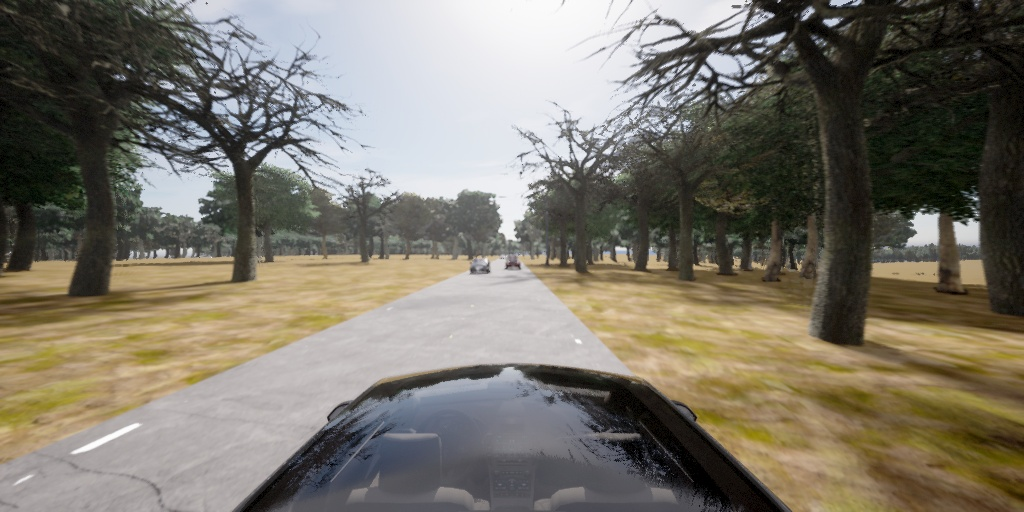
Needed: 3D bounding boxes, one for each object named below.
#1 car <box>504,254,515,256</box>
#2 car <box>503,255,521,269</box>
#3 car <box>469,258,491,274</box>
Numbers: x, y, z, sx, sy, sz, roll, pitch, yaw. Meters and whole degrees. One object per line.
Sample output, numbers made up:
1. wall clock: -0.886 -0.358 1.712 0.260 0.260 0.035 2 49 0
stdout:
1. car: 0.113 0.504 63.294 2.097 1.767 4.553 -1 1 0
2. car: 0.129 0.921 45.104 1.895 1.301 4.718 -1 1 0
3. car: -3.074 0.946 35.504 2.128 1.511 4.902 -1 1 0
